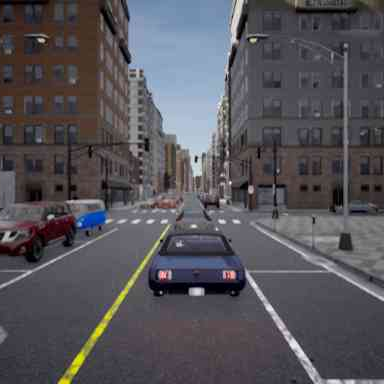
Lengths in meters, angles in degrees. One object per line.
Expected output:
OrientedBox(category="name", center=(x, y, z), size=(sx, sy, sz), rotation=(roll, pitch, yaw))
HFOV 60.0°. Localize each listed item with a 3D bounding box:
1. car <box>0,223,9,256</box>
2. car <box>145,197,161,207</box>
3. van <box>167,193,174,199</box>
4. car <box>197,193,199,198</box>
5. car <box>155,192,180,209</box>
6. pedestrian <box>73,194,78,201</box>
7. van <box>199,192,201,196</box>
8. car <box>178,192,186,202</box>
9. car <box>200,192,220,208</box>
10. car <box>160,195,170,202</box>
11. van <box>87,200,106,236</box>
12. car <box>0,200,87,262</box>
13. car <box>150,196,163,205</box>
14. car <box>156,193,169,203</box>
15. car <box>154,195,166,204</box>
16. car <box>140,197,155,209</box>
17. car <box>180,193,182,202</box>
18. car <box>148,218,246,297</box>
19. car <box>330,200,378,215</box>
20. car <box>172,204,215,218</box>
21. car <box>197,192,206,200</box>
OrientedBox(category="car", center=(-5.862, 1.560, 6.596), size=(1.947, 1.339, 4.313), rotation=(0, 0, 0))
OrientedBox(category="car", center=(-5.886, 1.447, 50.549), size=(1.947, 1.339, 4.313), rotation=(0, 0, 0))
OrientedBox(category="van", center=(-5.908, 1.076, 90.133), size=(1.690, 1.788, 3.998), rotation=(0, 0, 0))
OrientedBox(category="car", center=(2.626, 1.325, 73.324), size=(1.752, 1.417, 4.829), rotation=(0, 0, 0))
OrientedBox(category="car", center=(-3.174, 1.258, 43.527), size=(2.097, 1.767, 4.553), rotation=(0, 0, 2))
OrientedBox(category="pedestrian", center=(-12.573, 1.066, 35.839), size=(0.375, 1.860, 0.375), rotation=(0, 0, 1))
OrientedBox(category="van", center=(2.633, 1.183, 61.841), size=(1.690, 1.788, 3.998), rotation=(0, 0, 0))
OrientedBox(category="car", center=(-3.042, 1.032, 71.376), size=(2.150, 2.045, 5.566), rotation=(0, 0, 0))
OrientedBox(category="car", center=(2.643, 1.216, 44.871), size=(2.192, 1.841, 5.009), rotation=(0, 0, 0))
OrientedBox(category="car", center=(-5.900, 1.382, 73.169), size=(1.802, 1.307, 4.206), rotation=(0, 0, 0))
OrientedBox(category="van", center=(-5.869, 1.324, 17.878), size=(1.690, 1.788, 3.998), rotation=(0, 0, 0))
OrientedBox(category="car", center=(-5.865, 1.305, 12.236), size=(2.192, 1.841, 5.009), rotation=(0, 0, 0))
OrientedBox(category="car", center=(-5.889, 1.388, 56.034), size=(1.752, 1.417, 4.829), rotation=(0, 0, 0))
OrientedBox(category="car", center=(-5.896, 1.136, 67.513), size=(2.192, 1.841, 5.009), rotation=(0, 0, 0))
OrientedBox(category="car", center=(-5.893, 1.368, 61.688), size=(1.752, 1.417, 4.829), rotation=(0, 0, 0))
OrientedBox(category="car", center=(-5.883, 1.427, 44.724), size=(1.752, 1.417, 4.829), rotation=(0, 0, 0))
OrientedBox(category="car", center=(-3.114, 1.362, 56.045), size=(1.837, 1.490, 4.892), rotation=(0, 2, 0))
OrientedBox(category="car", center=(0.094, 1.594, 8.505), size=(1.895, 1.301, 4.718), rotation=(0, 0, 0))
OrientedBox(category="car", center=(15.699, 1.497, 32.390), size=(4.181, 1.385, 1.994), rotation=(0, 0, 1))
OrientedBox(category="car", center=(0.086, 1.548, 17.272), size=(1.994, 1.385, 4.181), rotation=(0, 0, 0))
OrientedBox(category="car", center=(2.617, 1.050, 90.123), size=(2.192, 1.841, 5.009), rotation=(0, 0, 0))
